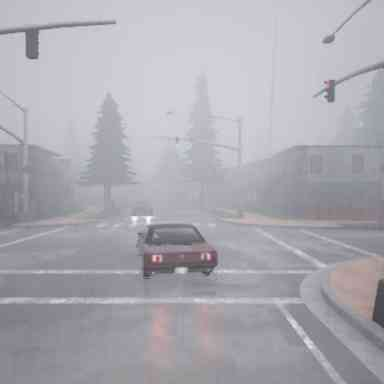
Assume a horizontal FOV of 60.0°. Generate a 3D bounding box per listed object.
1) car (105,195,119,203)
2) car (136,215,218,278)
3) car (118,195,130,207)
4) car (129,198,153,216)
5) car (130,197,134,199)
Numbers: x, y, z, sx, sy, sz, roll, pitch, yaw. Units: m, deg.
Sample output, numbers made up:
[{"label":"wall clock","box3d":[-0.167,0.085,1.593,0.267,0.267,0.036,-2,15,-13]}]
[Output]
[{"label":"car","box3d":[-16.083,1.427,68.911,2.097,1.767,4.553,0,0,-45]},{"label":"car","box3d":[-0.704,1.612,10.259,1.895,1.301,4.718,0,0,-12]},{"label":"car","box3d":[-9.596,1.522,51.418,1.882,1.535,5.008,0,0,-23]},{"label":"car","box3d":[-4.837,1.580,32.935,1.994,1.385,4.181,0,0,-6]},{"label":"car","box3d":[-6.342,1.535,41.683,1.837,1.490,4.892,0,0,-15]}]
